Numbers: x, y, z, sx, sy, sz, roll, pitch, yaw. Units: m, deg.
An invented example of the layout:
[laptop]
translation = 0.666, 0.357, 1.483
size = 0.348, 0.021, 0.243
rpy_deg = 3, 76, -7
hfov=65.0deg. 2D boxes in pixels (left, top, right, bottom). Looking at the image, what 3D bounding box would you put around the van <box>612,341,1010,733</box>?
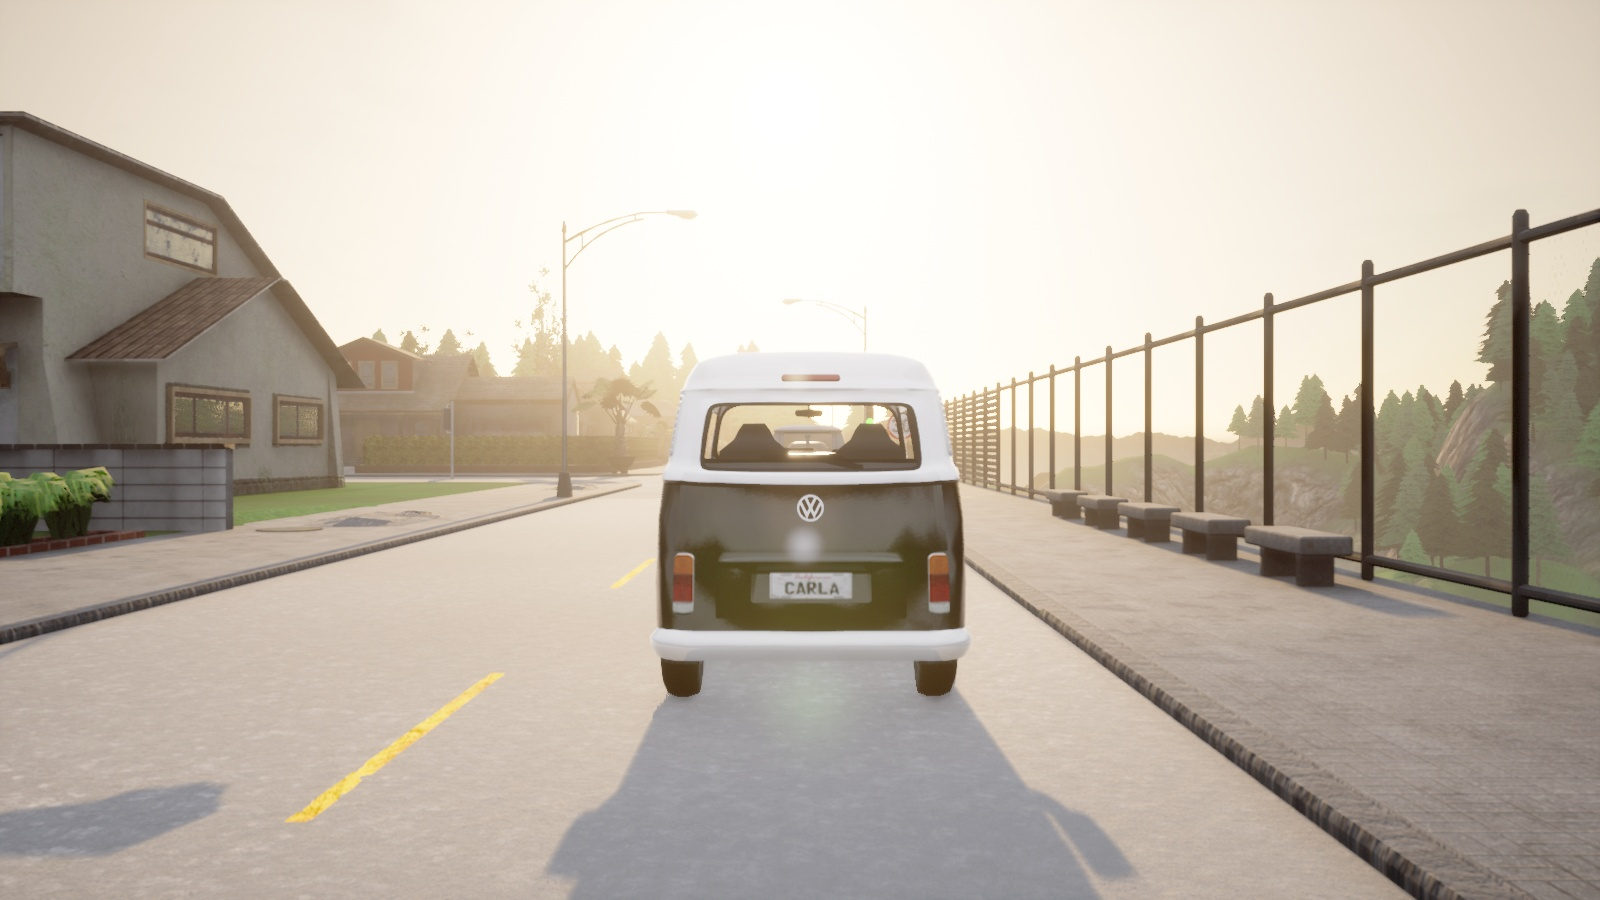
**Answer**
[van]
translation = 0.067, 0.441, 8.775
size = 2.069, 2.038, 4.480
rpy_deg = 0, 0, 0
